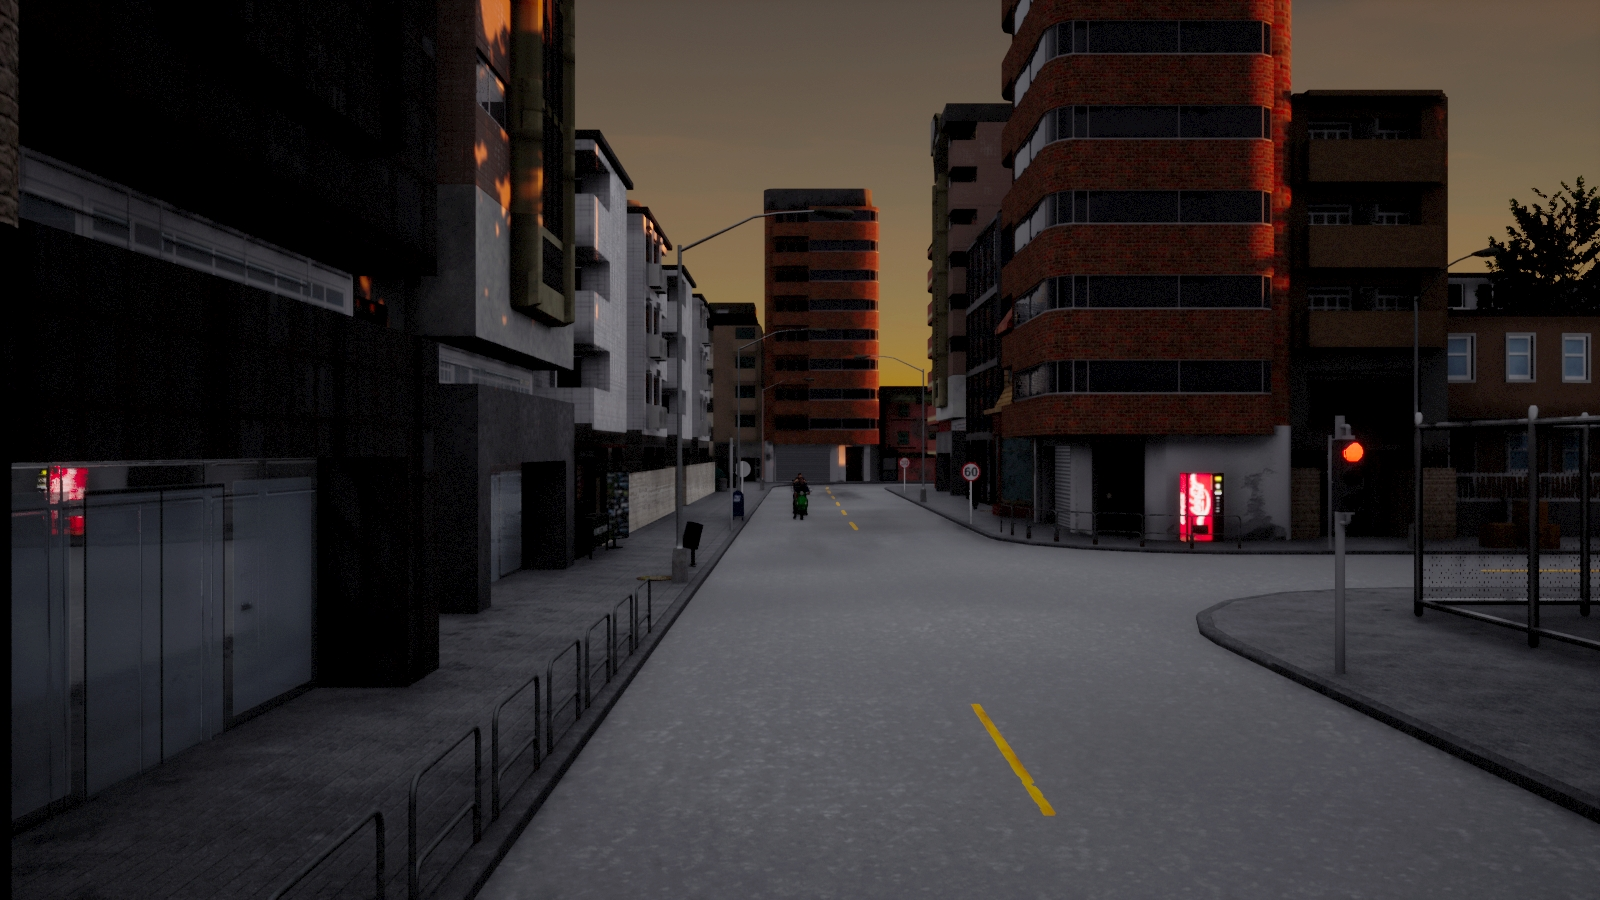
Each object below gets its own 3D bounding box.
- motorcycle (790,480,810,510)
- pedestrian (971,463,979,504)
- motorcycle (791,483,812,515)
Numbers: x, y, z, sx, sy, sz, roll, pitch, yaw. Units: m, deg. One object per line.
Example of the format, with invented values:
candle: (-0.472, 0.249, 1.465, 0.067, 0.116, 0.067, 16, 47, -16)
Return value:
motorcycle: (0.019, 1.970, 50.389, 0.856, 1.236, 1.805, 0, 0, 0)
pedestrian: (7.977, 1.533, 52.028, 0.375, 1.860, 0.375, 0, 0, 8)
motorcycle: (0.063, 1.970, 46.521, 0.856, 1.236, 1.805, 0, 0, 0)
